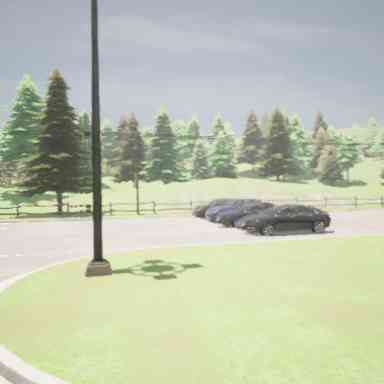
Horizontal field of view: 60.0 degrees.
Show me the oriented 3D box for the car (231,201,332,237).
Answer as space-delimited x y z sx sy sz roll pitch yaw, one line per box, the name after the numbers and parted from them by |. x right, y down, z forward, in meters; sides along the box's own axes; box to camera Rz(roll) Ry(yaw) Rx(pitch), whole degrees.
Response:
4.823 1.404 17.284 4.892 1.490 1.837 -1 0 -16 | car

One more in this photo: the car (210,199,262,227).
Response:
3.874 1.413 20.654 4.892 1.490 1.837 -1 0 -16 | car

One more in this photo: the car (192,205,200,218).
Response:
2.316 1.273 27.486 4.553 1.767 2.097 -1 0 -16 | car

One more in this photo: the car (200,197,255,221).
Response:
3.259 1.264 24.116 4.553 1.767 2.097 -1 0 -16 | car
